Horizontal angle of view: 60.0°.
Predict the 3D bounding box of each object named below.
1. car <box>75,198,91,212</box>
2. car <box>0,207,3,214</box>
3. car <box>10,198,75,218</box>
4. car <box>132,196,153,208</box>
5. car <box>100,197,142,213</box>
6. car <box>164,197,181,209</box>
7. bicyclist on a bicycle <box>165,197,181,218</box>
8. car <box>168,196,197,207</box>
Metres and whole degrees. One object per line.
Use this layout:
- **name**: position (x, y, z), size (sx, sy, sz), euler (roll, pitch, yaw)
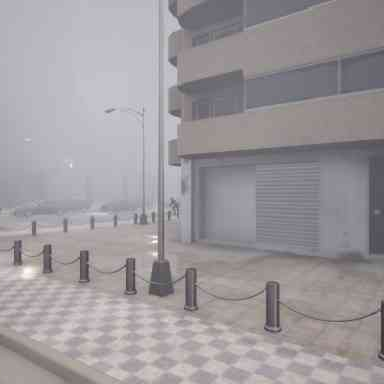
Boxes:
- **car**: position (-13.097, 1.449, 35.165), size (1.837, 1.490, 4.892), euler (0, 0, 36)
- **car**: position (-18.581, 1.545, 27.626), size (1.895, 1.301, 4.718), euler (0, 0, 36)
- **car**: position (-13.202, 1.436, 29.059), size (2.128, 1.511, 4.902), euler (0, 0, 36)
- **car**: position (-7.229, 1.296, 43.247), size (2.097, 1.767, 4.553), euler (0, 0, 36)
- **car**: position (-7.969, 1.508, 36.275), size (1.994, 1.385, 4.181), euler (0, 0, 36)
- **car**: position (-2.111, 1.508, 44.344), size (1.994, 1.385, 4.181), euler (0, 0, 36)
- **bicyclist on a bicycle**: position (-1.503, 1.246, 26.483), size (1.656, 1.620, 0.582), euler (0, 0, 36)
- **car**: position (-1.371, 1.449, 51.296), size (1.837, 1.490, 4.892), euler (0, 0, 36)
